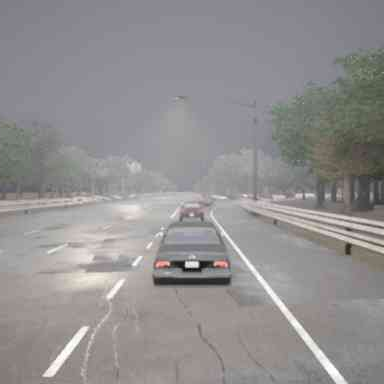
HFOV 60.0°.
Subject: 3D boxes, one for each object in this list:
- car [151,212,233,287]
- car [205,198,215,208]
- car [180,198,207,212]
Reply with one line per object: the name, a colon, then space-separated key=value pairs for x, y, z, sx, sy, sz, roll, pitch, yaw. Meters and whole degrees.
car: x=-0.001 y=1.519 z=9.295 sx=2.033 sy=1.411 sz=5.357 roll=0 pitch=0 yaw=0
car: x=2.002 y=1.460 z=45.859 sx=1.895 sy=1.301 sz=4.718 roll=0 pitch=0 yaw=12
car: x=0.010 y=1.454 z=25.877 sx=1.812 sy=1.442 sz=4.674 roll=0 pitch=0 yaw=0
